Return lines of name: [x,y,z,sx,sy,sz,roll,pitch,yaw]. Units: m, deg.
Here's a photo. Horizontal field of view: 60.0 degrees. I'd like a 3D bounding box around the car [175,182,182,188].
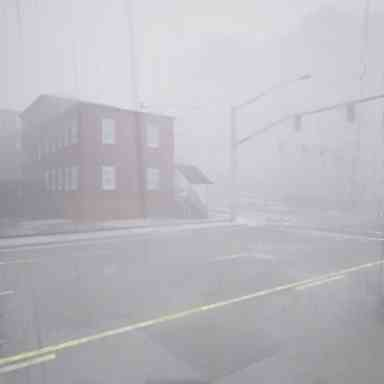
car: [-3.360,-1.100,45.987,2.033,1.411,5.357,0,12,-36]
